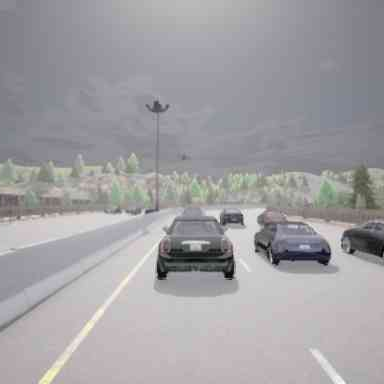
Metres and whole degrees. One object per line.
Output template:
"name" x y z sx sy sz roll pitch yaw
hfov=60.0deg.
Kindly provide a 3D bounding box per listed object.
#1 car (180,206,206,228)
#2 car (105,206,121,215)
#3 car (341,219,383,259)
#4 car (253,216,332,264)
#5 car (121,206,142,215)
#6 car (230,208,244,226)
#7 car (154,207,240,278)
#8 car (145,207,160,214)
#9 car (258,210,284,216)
"car" 0.094 2.071 28.661 2.097 1.767 4.553 0 -2 0
"car" -13.568 3.108 57.473 2.128 1.511 4.902 0 -2 5
"car" 7.098 1.692 11.878 2.128 1.511 4.902 0 -2 0
"car" 3.598 1.788 12.621 1.994 1.385 4.181 0 -2 0
"car" -10.102 3.167 57.673 2.033 1.411 5.357 0 -2 5
"car" 3.593 2.262 30.759 1.882 1.535 5.008 0 -2 0
"car" 0.098 1.517 10.734 2.097 1.767 4.553 0 -2 0
"car" -6.664 3.184 56.588 1.895 1.301 4.718 0 -2 5
"car" 7.094 2.321 29.868 1.994 1.385 4.181 0 -2 0
